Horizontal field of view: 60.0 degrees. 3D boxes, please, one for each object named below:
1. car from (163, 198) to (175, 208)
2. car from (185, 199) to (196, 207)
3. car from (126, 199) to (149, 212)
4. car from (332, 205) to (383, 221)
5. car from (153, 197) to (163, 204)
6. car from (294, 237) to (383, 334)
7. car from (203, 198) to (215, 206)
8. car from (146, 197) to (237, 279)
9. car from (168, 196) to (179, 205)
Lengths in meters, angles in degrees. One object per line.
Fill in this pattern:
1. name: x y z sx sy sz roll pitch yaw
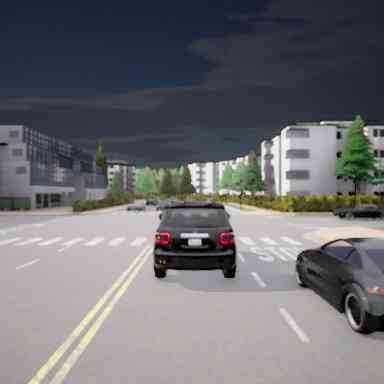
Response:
1. car: -3.894 1.857 56.691 1.837 1.490 4.892 0 0 0
2. car: -0.252 1.977 60.459 1.895 1.301 4.718 0 0 -1
3. car: -7.322 1.873 43.650 1.895 1.301 4.718 0 0 1
4. car: 14.849 1.764 28.929 4.718 1.301 1.895 0 0 0
5. car: -7.765 1.998 76.127 2.128 1.511 4.902 0 0 -8
6. car: 3.567 1.607 6.819 1.994 1.385 4.181 0 0 0
7. car: 3.218 1.873 63.544 1.882 1.535 5.008 0 0 -1
8. car: 0.081 1.287 10.450 2.150 2.045 5.566 0 0 0
9. car: -3.955 1.792 70.115 2.097 1.767 4.553 0 0 -1
